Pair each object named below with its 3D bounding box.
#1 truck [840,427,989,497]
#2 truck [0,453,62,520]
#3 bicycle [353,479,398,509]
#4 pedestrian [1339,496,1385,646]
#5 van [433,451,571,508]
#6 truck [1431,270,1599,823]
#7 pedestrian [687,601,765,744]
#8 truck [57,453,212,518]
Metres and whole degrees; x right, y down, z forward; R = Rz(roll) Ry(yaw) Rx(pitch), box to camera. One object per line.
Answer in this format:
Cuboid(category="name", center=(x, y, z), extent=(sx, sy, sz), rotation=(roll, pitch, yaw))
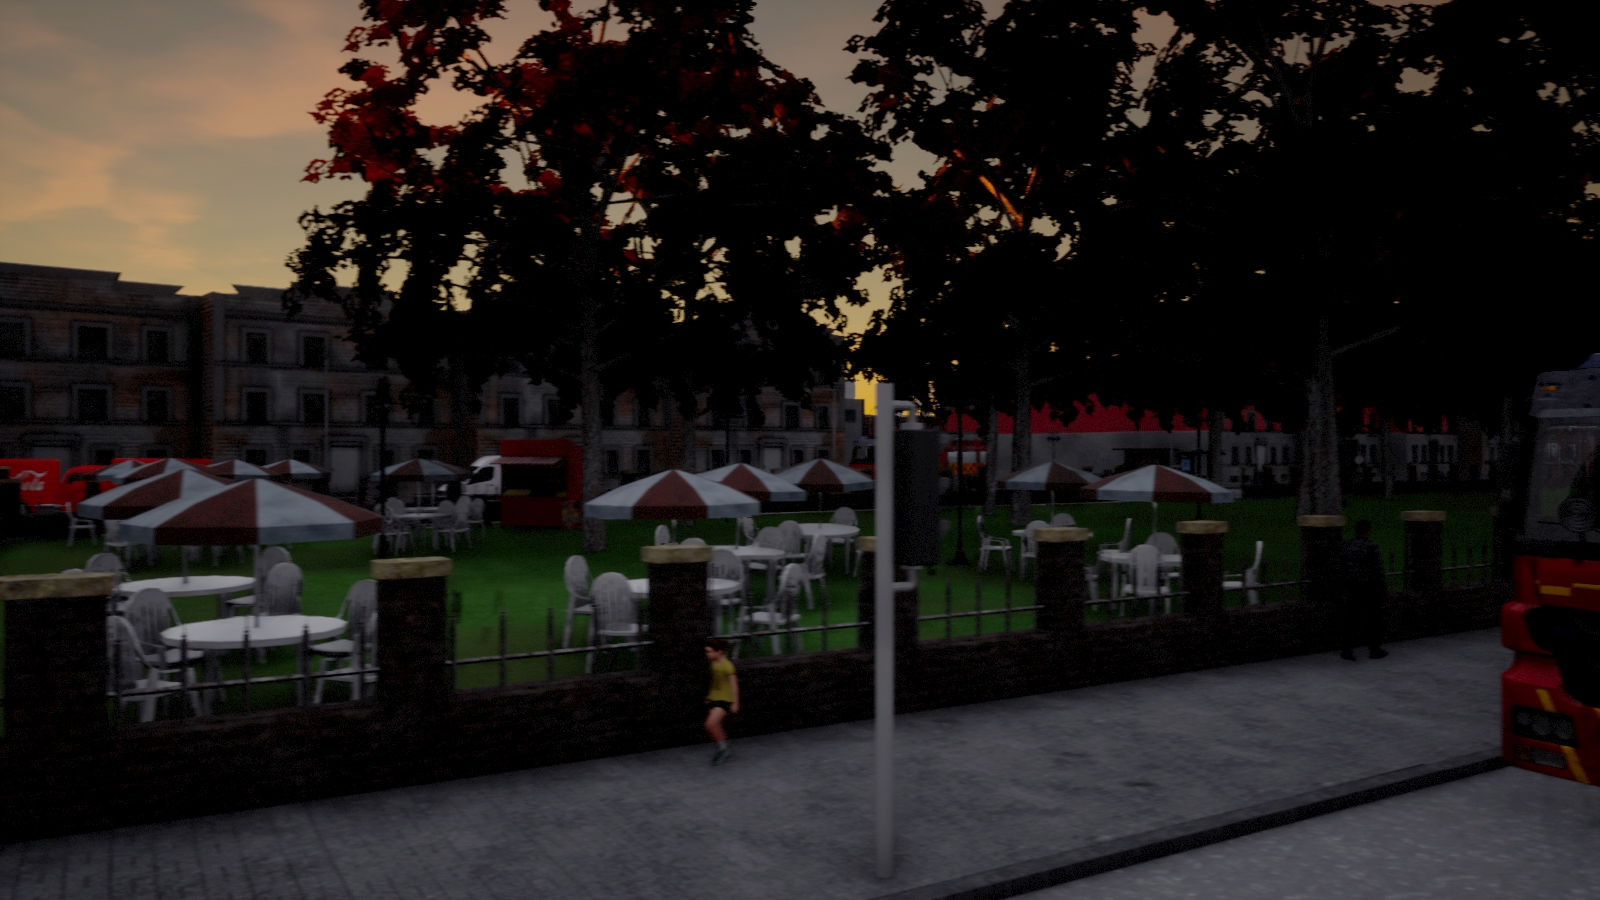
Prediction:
Cuboid(category="truck", center=(6.628, 0.665, 65.716), extent=(8.468, 3.827, 2.891), rotation=(0, 0, -31))
Cuboid(category="truck", center=(-30.779, 1.344, 42.624), extent=(5.204, 2.467, 2.627), rotation=(0, 0, -38))
Cuboid(category="bicycle", center=(-18.649, 1.935, 50.242), extent=(1.835, 1.271, 0.329), rotation=(0, 0, -31))
Cuboid(category="pedestrian", center=(7.151, 1.524, 14.535), extent=(0.375, 1.860, 0.375), rotation=(0, 0, -31))
Cuboid(category="van", center=(-13.825, 1.310, 53.137), extent=(5.915, 2.561, 1.988), rotation=(0, 0, -31))
Cuboid(category="truck", center=(9.310, 0.670, 9.863), extent=(8.468, 3.827, 2.891), rotation=(0, 0, -31))
Cuboid(category="pedestrian", center=(-0.639, 1.895, 9.861), extent=(0.500, 1.100, 0.500), rotation=(0, 0, -31))
Cuboid(category="truck", center=(-26.450, 1.343, 45.526), extent=(5.204, 2.467, 2.627), rotation=(0, 0, -32))
